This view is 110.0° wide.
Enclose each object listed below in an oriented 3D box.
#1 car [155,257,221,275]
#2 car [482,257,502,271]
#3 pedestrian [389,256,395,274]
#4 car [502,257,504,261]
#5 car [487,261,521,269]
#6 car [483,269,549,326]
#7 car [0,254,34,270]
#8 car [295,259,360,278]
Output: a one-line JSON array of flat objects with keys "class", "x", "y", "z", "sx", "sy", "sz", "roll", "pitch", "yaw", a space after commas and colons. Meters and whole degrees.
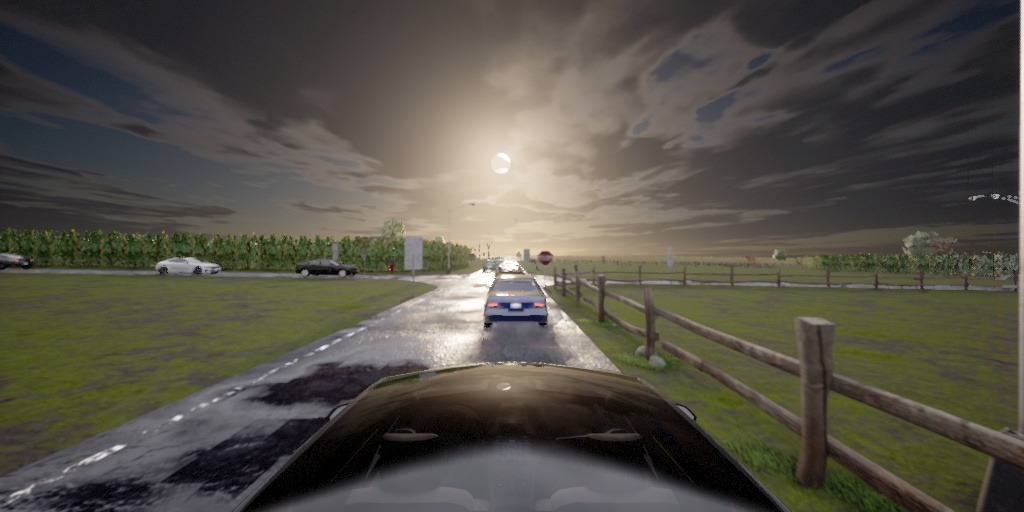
[{"class": "car", "x": -27.397, "y": 0.834, "z": 30.398, "sx": 4.674, "sy": 1.442, "sz": 1.812, "roll": 1, "pitch": -1, "yaw": 0}, {"class": "car", "x": -2.845, "y": 1.295, "z": 47.914, "sx": 2.128, "sy": 1.511, "sz": 4.902, "roll": 0, "pitch": 0, "yaw": 1}, {"class": "pedestrian", "x": -12.164, "y": 0.926, "z": 36.416, "sx": 0.375, "sy": 1.860, "sz": 0.375, "roll": 0, "pitch": -2, "yaw": 0}, {"class": "car", "x": -2.805, "y": 1.323, "z": 60.960, "sx": 1.837, "sy": 1.490, "sz": 4.892, "roll": 0, "pitch": 0, "yaw": 0}, {"class": "car", "x": -0.252, "y": 1.267, "z": 22.649, "sx": 2.128, "sy": 1.511, "sz": 4.902, "roll": 0, "pitch": 0, "yaw": -5}, {"class": "car", "x": 0.101, "y": 1.309, "z": 11.624, "sx": 2.033, "sy": 1.411, "sz": 5.357, "roll": 0, "pitch": 0, "yaw": 0}, {"class": "car", "x": -47.366, "y": 0.514, "z": 33.238, "sx": 4.674, "sy": 1.442, "sz": 1.812, "roll": 1, "pitch": -1, "yaw": 0}, {"class": "car", "x": -15.602, "y": 0.995, "z": 30.463, "sx": 5.008, "sy": 1.535, "sz": 1.882, "roll": 1, "pitch": -1, "yaw": -1}]
